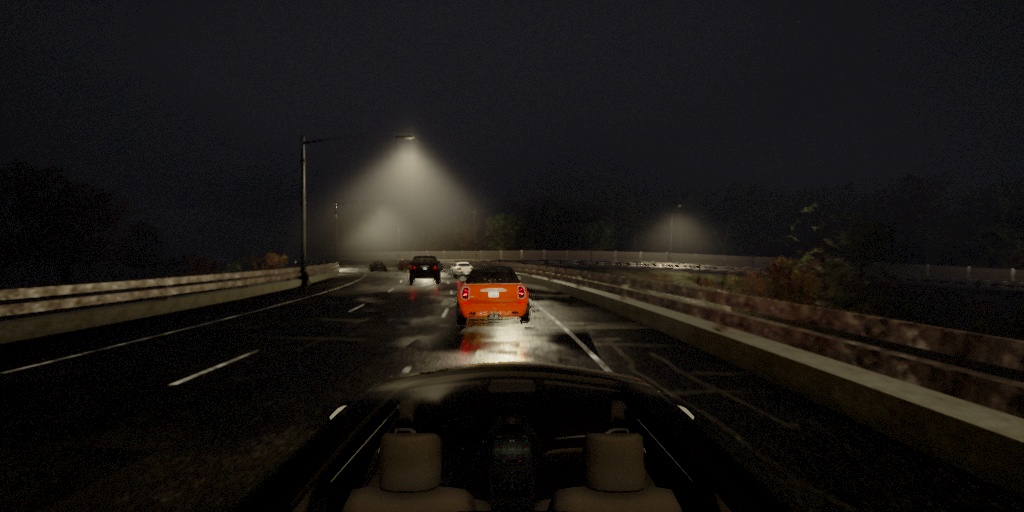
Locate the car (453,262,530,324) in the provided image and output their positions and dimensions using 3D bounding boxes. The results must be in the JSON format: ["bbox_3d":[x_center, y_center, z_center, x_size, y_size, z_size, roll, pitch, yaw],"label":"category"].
[{"bbox_3d":[-0.710,1.094,12.150,2.097,1.767,4.553,0,0,-5],"label":"car"}]

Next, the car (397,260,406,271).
[{"bbox_3d":[-14.587,1.248,49.143,1.882,1.535,5.008,0,0,-25],"label":"car"}]

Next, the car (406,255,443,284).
[{"bbox_3d":[-6.693,0.976,27.460,2.150,2.045,5.566,0,0,-14],"label":"car"}]

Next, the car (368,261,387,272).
[{"bbox_3d":[-18.185,1.353,48.474,1.994,1.385,4.181,0,0,-26],"label":"car"}]

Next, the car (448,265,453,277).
[{"bbox_3d":[-4.607,1.264,32.940,1.812,1.442,4.674,0,0,-16],"label":"car"}]
